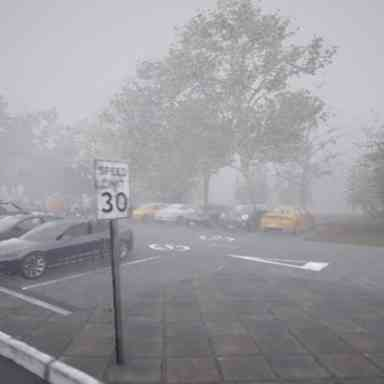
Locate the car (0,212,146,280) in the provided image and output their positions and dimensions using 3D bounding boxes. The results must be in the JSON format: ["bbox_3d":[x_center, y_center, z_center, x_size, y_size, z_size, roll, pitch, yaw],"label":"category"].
[{"bbox_3d":[-4.045,1.620,10.773,2.163,1.488,4.792,0,0,36],"label":"car"}]

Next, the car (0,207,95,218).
[{"bbox_3d":[-6.272,1.576,12.432,2.097,1.535,5.008,0,0,36],"label":"car"}]

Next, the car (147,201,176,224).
[{"bbox_3d":[-0.829,1.595,24.634,2.002,1.452,4.674,0,0,36],"label":"car"}]

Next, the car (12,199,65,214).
[{"bbox_3d":[-16.496,1.508,36.047,2.163,1.488,4.792,0,0,36],"label":"car"}]

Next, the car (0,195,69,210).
[{"bbox_3d":[-8.504,1.311,14.081,2.435,2.045,5.566,0,0,36],"label":"car"}]

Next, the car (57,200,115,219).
[{"bbox_3d":[-9.810,1.529,31.122,2.163,1.488,4.792,0,0,36],"label":"car"}]

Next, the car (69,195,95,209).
[{"bbox_3d":[-7.534,1.262,29.540,2.435,2.045,5.566,0,0,36],"label":"car"}]

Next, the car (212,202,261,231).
[{"bbox_3d":[3.574,1.456,21.480,2.185,1.767,4.553,0,0,36],"label":"car"}]

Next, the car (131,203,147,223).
[{"bbox_3d":[-3.178,1.538,26.113,1.946,1.575,5.366,0,0,36],"label":"car"}]

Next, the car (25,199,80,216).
[{"bbox_3d":[-14.360,1.510,34.496,2.163,1.488,4.792,0,0,36],"label":"car"}]

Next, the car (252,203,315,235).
[{"bbox_3d":[5.795,1.595,19.822,2.097,1.535,5.008,0,0,36],"label":"car"}]

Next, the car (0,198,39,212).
[{"bbox_3d":[-20.992,1.490,39.281,2.097,1.535,5.008,0,0,36],"label":"car"}]

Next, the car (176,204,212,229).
[{"bbox_3d":[1.397,1.598,22.985,2.163,1.488,4.792,0,0,36],"label":"car"}]
